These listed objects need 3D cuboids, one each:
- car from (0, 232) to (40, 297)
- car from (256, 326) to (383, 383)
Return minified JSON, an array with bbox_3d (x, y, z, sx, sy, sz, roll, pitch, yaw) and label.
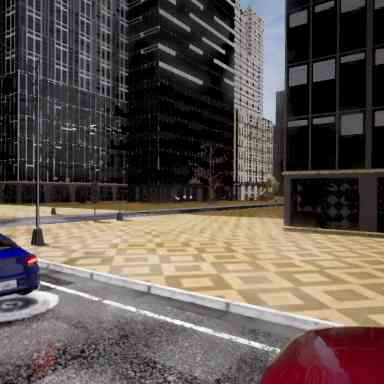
[{"bbox_3d":[-5.196,1.523,7.390,4.674,1.442,1.812,0,0,36],"label":"car"},{"bbox_3d":[2.405,1.564,1.961,4.181,1.385,1.994,0,0,35],"label":"car"}]
